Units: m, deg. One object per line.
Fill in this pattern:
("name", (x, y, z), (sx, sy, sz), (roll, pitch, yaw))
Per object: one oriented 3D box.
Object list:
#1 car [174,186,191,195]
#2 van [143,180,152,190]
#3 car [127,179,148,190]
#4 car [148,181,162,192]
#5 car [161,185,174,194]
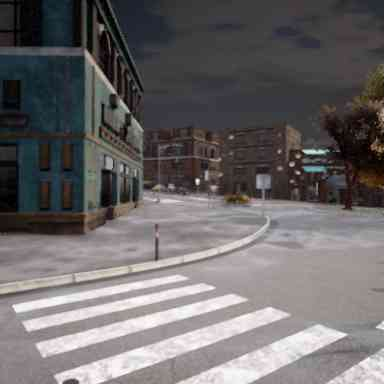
("car", (-1.370, -0.246, 65.222), (2.231, 1.521, 4.892), (5, 2, 12))
("van", (-9.054, -1.353, 70.123), (1.878, 1.987, 4.442), (5, 2, 12))
("car", (-11.650, -1.668, 71.574), (2.435, 2.045, 5.566), (6, 2, 12))
("car", (-6.554, -0.832, 68.238), (1.946, 1.575, 5.366), (6, 2, 12))
("car", (-3.943, -0.500, 66.827), (2.002, 1.452, 4.674), (6, 2, 12))
